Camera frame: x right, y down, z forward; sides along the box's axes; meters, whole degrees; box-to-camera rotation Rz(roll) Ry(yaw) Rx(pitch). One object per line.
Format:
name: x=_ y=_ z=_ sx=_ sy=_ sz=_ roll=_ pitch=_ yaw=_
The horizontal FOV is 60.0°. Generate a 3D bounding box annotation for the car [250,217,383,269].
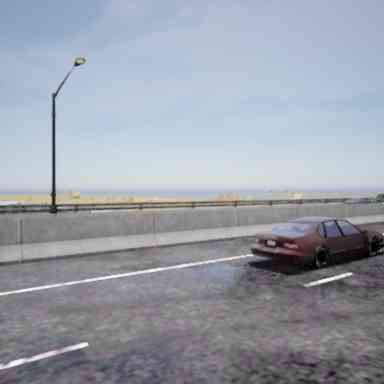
car: x=4.382 y=1.545 z=11.215 sx=5.357 sy=1.411 sz=2.033 roll=0 pitch=0 yaw=-35

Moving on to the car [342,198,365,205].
car: x=23.008 y=1.538 z=46.175 sx=5.357 sy=1.411 sz=2.033 roll=0 pitch=0 yaw=-35

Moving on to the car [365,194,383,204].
car: x=25.513 y=1.214 z=43.663 sx=5.566 sy=2.045 sz=2.150 roll=0 pitch=0 yaw=-35
